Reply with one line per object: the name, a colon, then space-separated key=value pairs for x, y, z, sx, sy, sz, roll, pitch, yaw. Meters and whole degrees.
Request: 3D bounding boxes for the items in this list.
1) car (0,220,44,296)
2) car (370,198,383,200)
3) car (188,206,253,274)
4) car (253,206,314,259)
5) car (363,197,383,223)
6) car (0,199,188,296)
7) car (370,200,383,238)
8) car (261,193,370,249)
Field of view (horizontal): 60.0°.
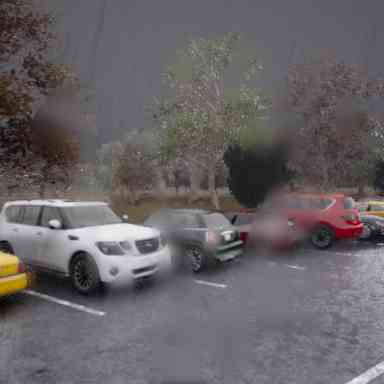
car: x=-5.767 y=1.491 z=7.320 sx=5.366 sy=1.575 sz=1.946 roll=-1 pitch=0 yaw=34
car: x=9.064 y=1.238 z=17.382 sx=5.008 sy=1.535 sz=2.097 roll=-1 pitch=0 yaw=36
car: x=-0.720 y=1.322 z=10.635 sx=4.553 sy=1.767 sz=2.185 roll=-1 pitch=0 yaw=35
car: x=1.673 y=1.441 z=12.364 sx=4.792 sy=1.488 sz=2.163 roll=-1 pitch=0 yaw=35
car: x=13.848 y=1.092 z=20.800 sx=5.366 sy=1.575 sz=1.946 roll=-2 pitch=0 yaw=36
car: x=-3.154 y=1.223 z=8.932 sx=5.566 sy=2.045 sz=2.435 roll=-1 pitch=-1 yaw=35
car: x=6.599 y=1.308 z=15.727 sx=4.892 sy=1.521 sz=2.231 roll=-1 pitch=0 yaw=36
car: x=4.115 y=1.113 z=14.053 sx=5.566 sy=2.045 sz=2.435 roll=-1 pitch=0 yaw=35
